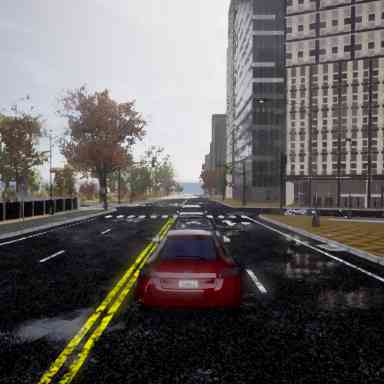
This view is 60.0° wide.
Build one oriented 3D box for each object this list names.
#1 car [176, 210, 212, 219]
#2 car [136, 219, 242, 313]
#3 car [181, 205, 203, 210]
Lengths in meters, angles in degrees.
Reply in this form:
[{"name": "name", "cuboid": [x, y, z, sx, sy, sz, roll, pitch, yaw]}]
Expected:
[{"name": "car", "cuboid": [0.076, 1.597, 13.015, 1.895, 1.301, 4.718, 0, 0, 0]}, {"name": "car", "cuboid": [-0.022, 1.561, 7.767, 1.994, 1.385, 4.181, 0, 0, 1]}, {"name": "car", "cuboid": [-0.006, 1.544, 21.255, 2.033, 1.411, 5.357, 0, 0, 0]}]
